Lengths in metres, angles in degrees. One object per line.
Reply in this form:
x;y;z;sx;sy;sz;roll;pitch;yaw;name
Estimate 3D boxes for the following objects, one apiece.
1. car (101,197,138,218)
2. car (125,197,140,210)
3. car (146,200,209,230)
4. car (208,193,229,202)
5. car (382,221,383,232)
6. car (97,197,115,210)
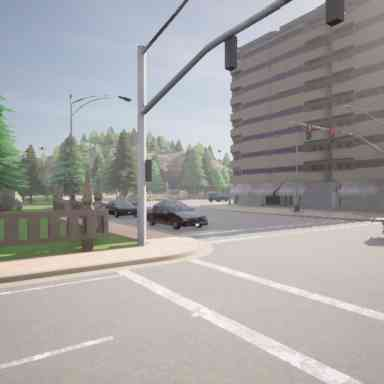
-6.290;1.420;29.446;1.882;1.535;5.008;0;0;-28;car
-7.849;1.445;44.150;1.837;1.490;4.892;-1;0;-8;car
-1.197;1.489;21.118;2.033;1.411;5.357;0;0;-34;car
5.673;1.159;71.184;2.150;2.045;5.566;0;0;40;car
11.224;1.473;14.735;4.892;1.490;1.837;0;2;21;car
-11.205;1.467;43.361;1.812;1.442;4.674;0;0;-9;car
